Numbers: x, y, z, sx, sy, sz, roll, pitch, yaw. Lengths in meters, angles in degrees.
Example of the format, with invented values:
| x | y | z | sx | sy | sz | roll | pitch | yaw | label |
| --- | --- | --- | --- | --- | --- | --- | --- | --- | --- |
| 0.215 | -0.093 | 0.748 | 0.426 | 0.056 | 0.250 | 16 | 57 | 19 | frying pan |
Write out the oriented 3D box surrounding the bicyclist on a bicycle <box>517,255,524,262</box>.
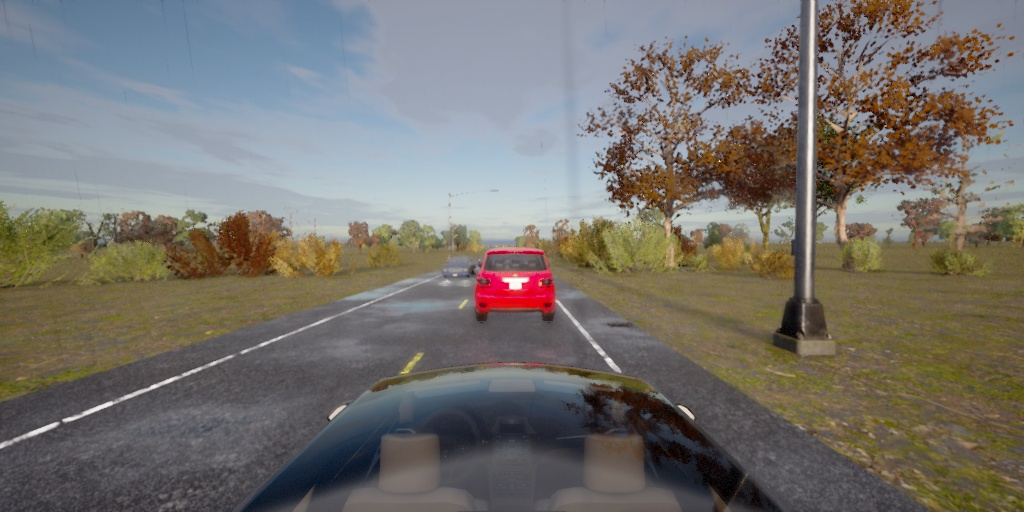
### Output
| x | y | z | sx | sy | sz | roll | pitch | yaw | label |
| --- | --- | --- | --- | --- | --- | --- | --- | --- | --- |
| 0.860 | 0.380 | 34.804 | 0.659 | 1.776 | 1.843 | 0 | 2 | 0 | bicyclist on a bicycle |

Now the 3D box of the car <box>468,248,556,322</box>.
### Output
| x | y | z | sx | sy | sz | roll | pitch | yaw | label |
| --- | --- | --- | --- | --- | --- | --- | --- | --- | --- |
| 0.080 | 0.754 | 11.428 | 2.150 | 2.045 | 5.566 | 0 | 1 | 0 | car |

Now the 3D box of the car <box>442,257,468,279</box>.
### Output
| x | y | z | sx | sy | sz | roll | pitch | yaw | label |
| --- | --- | --- | --- | --- | --- | --- | --- | --- | --- |
| -3.649 | 0.765 | 25.513 | 2.033 | 1.411 | 5.357 | 0 | 1 | -1 | car |
